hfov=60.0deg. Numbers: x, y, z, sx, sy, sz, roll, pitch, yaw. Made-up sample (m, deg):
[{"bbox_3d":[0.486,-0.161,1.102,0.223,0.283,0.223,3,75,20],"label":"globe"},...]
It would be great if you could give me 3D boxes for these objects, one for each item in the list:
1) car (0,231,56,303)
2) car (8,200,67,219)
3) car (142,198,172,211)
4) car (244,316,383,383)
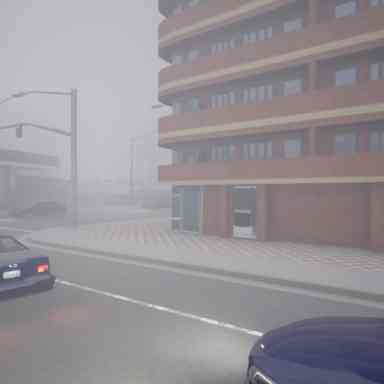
[{"bbox_3d":[-5.246,1.545,7.633,5.357,1.411,2.033,0,0,38],"label":"car"},{"bbox_3d":[-13.455,1.504,29.215,1.837,1.490,4.892,0,0,34],"label":"car"},{"bbox_3d":[-4.355,1.539,42.590,1.837,1.490,4.892,0,0,34],"label":"car"},{"bbox_3d":[2.605,1.537,2.135,4.674,1.442,1.812,0,0,35],"label":"car"}]
